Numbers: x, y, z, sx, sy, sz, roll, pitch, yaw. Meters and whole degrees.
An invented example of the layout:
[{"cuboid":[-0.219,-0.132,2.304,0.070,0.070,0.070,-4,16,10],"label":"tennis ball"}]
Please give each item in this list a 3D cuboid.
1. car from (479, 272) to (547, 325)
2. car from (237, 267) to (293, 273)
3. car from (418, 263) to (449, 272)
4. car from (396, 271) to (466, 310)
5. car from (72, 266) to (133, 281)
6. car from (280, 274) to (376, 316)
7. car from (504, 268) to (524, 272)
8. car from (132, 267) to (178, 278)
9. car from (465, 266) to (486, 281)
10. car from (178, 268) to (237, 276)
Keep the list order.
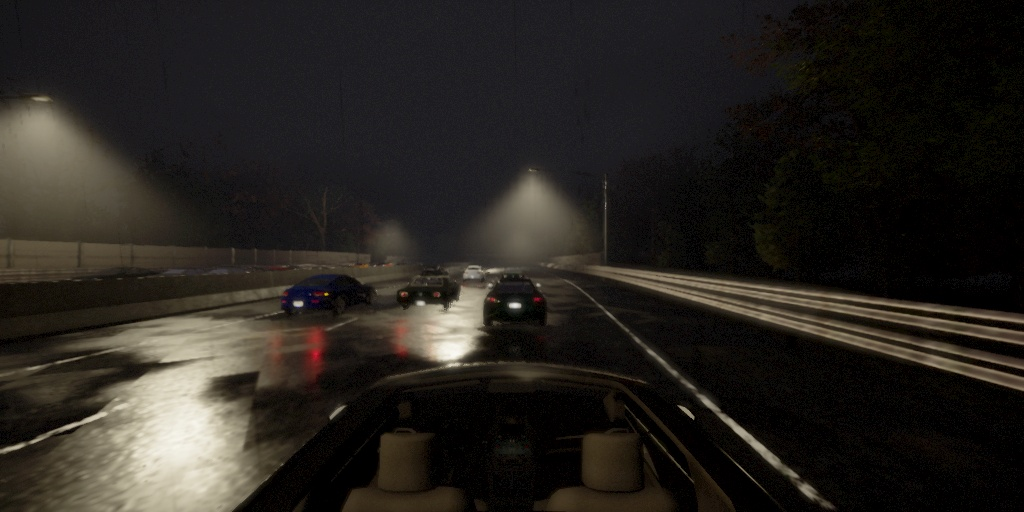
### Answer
[{"cuboid":[0.097,1.436,12.413,1.994,1.385,4.181,0,-1,0],"label":"car"},{"cuboid":[-17.596,1.567,26.668,1.812,1.442,4.674,0,-1,0],"label":"car"},{"cuboid":[-6.897,1.615,32.319,1.837,1.490,4.892,0,-1,0],"label":"car"},{"cuboid":[-3.399,1.511,15.646,1.895,1.301,4.718,0,-1,0],"label":"car"},{"cuboid":[-27.788,1.504,25.415,1.882,1.535,5.008,0,-1,-2],"label":"car"},{"cuboid":[-6.902,1.416,13.907,1.812,1.442,4.674,0,-1,0],"label":"car"},{"cuboid":[0.101,1.691,30.703,1.895,1.301,4.718,0,-1,0],"label":"car"},{"cuboid":[-24.597,1.593,27.016,2.033,1.411,5.357,0,-1,0],"label":"car"},{"cuboid":[-3.411,1.648,33.298,1.812,1.442,4.674,0,-1,0],"label":"car"},{"cuboid":[-21.097,1.588,26.578,2.033,1.411,5.357,0,-1,0],"label":"car"}]
